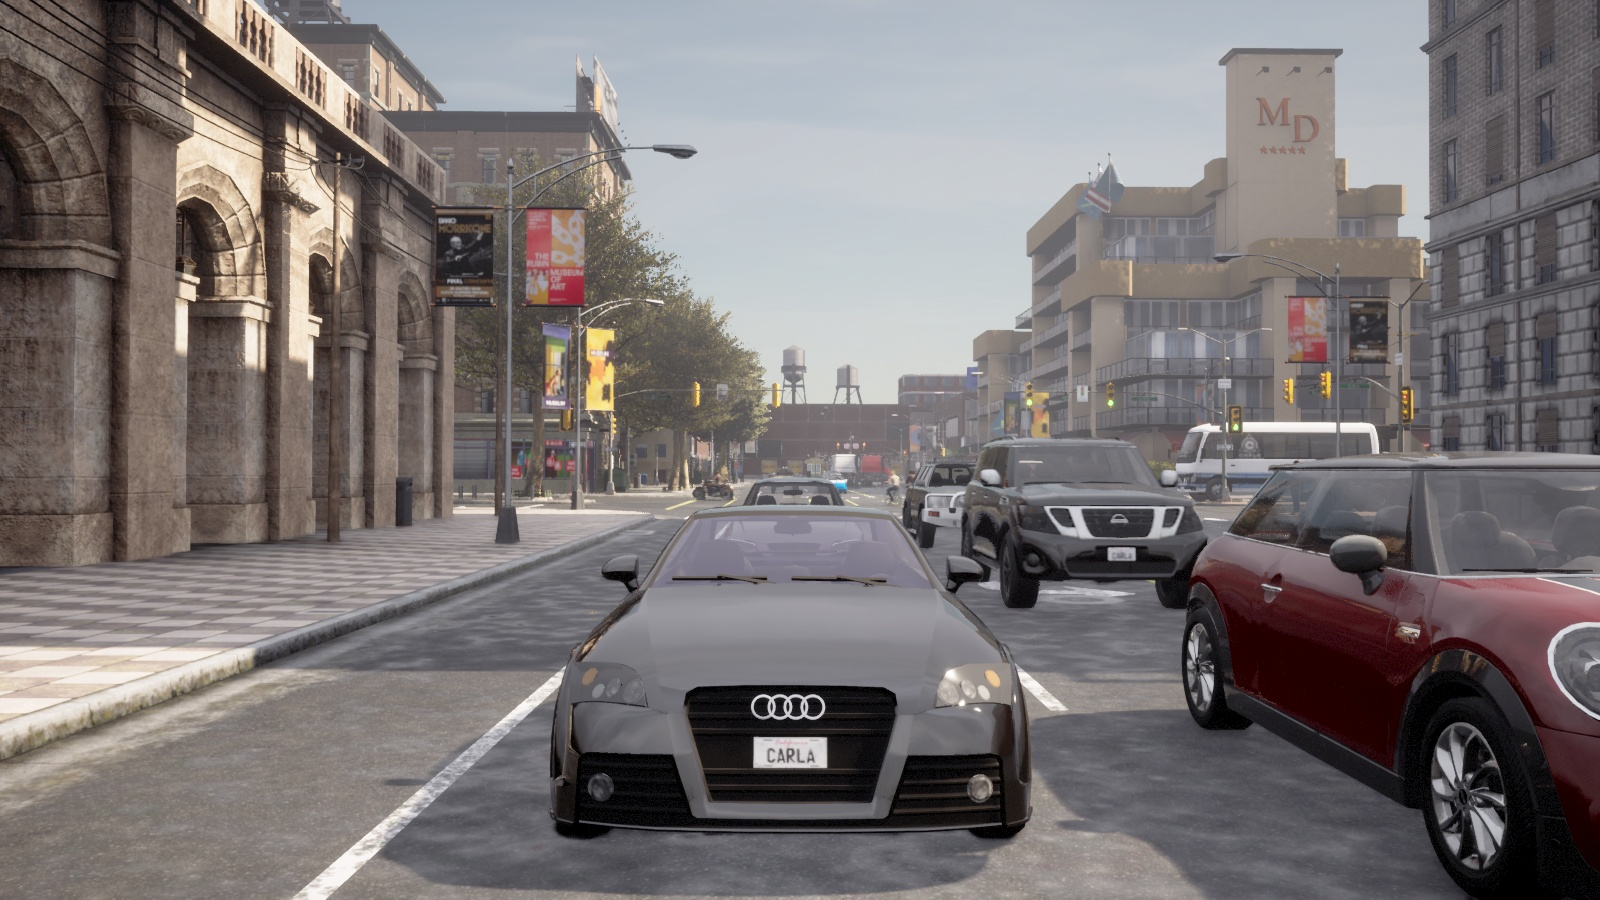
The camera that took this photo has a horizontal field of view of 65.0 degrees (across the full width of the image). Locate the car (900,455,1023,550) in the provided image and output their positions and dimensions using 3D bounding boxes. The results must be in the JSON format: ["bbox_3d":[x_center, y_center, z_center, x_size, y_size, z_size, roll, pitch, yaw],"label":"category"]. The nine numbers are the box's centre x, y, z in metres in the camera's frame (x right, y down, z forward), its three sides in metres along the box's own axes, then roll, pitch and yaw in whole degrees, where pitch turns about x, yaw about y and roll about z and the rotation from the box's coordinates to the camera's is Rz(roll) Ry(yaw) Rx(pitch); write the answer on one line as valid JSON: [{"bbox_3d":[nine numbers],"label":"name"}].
[{"bbox_3d":[3.349,1.068,26.878,1.932,1.855,4.605,0,-1,-1],"label":"car"}]

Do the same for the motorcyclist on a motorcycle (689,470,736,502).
[{"bbox_3d":[-4.583,1.883,65.657,2.350,1.649,0.766,-1,0,23],"label":"motorcyclist on a motorcycle"}]

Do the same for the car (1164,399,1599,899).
[{"bbox_3d":[3.469,0.760,5.993,2.097,1.767,4.553,0,-1,0],"label":"car"}]

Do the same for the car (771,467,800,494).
[{"bbox_3d":[-1.039,2.117,88.457,1.932,1.855,4.605,0,-1,-1],"label":"car"}]

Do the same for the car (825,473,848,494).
[{"bbox_3d":[2.497,2.302,86.116,1.481,1.376,2.207,0,-1,-1],"label":"car"}]

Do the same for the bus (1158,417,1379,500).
[{"bbox_3d":[24.795,0.460,66.964,10.273,4.253,3.944,0,-1,-1],"label":"bus"}]

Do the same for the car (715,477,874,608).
[{"bbox_3d":[-0.072,1.105,16.502,1.816,1.474,4.193,0,-1,0],"label":"car"}]

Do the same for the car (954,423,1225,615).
[{"bbox_3d":[3.428,0.793,16.187,2.150,2.045,5.566,0,-1,0],"label":"car"}]

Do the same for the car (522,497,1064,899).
[{"bbox_3d":[-0.032,0.991,6.719,1.994,1.385,4.181,0,-1,0],"label":"car"}]
